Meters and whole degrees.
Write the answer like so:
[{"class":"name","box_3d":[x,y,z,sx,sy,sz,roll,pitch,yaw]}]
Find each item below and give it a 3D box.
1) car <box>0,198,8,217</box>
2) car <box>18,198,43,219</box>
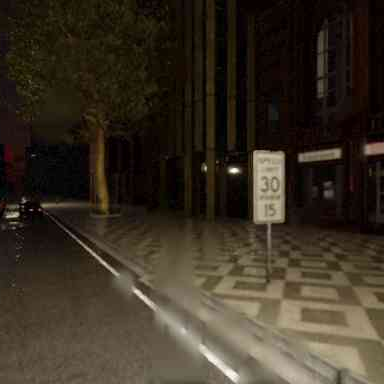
[{"class":"car","box_3d":[-18.391,1.292,30.514,2.097,1.767,4.553,0,0,-27]},{"class":"car","box_3d":[-14.026,1.487,29.003,2.033,1.411,5.357,0,0,-27]}]
